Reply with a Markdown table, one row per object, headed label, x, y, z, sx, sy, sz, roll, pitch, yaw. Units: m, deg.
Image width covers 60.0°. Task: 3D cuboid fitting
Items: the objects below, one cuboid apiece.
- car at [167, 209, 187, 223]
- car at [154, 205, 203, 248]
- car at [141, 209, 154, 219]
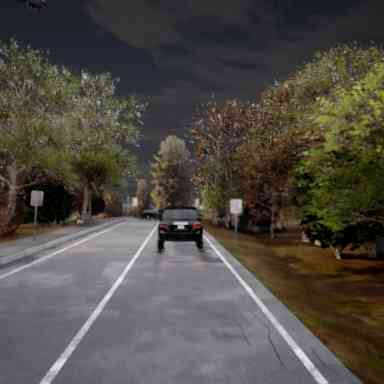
| label | x | y | z | sx | sy | sz | roll | pitch | yaw |
| --- | --- | --- | --- | --- | --- | --- | --- | --- | --- |
| car | -1.631 | 2.558 | 36.385 | 2.033 | 1.411 | 5.357 | 1 | -2 | -3 |
| car | -0.641 | 1.729 | 17.662 | 2.150 | 2.045 | 5.566 | 1 | -1 | -3 |
| car | -5.749 | 2.985 | 44.905 | 1.895 | 1.301 | 4.718 | 1 | -3 | -3 |
